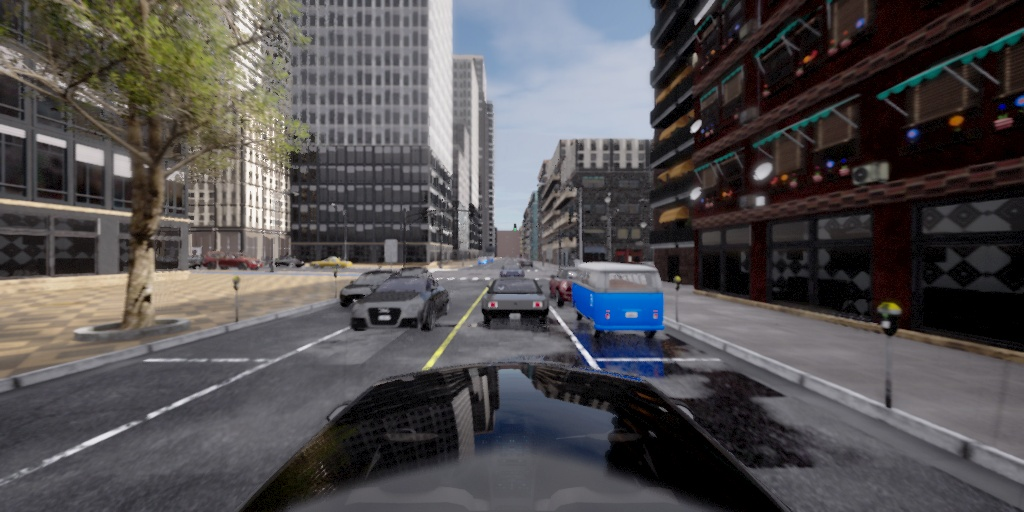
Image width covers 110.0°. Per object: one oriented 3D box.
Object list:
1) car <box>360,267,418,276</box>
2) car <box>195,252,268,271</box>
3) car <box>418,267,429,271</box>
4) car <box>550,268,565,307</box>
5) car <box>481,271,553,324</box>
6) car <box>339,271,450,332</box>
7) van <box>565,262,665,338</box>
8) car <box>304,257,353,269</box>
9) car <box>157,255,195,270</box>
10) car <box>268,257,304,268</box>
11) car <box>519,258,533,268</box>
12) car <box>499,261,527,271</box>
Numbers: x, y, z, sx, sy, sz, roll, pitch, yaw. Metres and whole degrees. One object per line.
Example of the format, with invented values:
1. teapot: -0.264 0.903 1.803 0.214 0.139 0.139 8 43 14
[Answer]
1. car: -5.707 1.301 15.426 1.948 1.339 4.313 0 0 0
2. car: -27.430 0.556 35.212 5.009 1.841 2.192 0 0 -1
3. car: -5.714 1.295 20.673 1.948 1.339 4.313 0 0 0
4. car: 2.673 1.174 15.438 1.967 1.591 4.097 0 0 0
5. car: 0.088 1.339 11.901 1.895 1.301 4.718 0 0 0
6. car: -3.096 1.304 10.692 1.994 1.385 4.181 0 0 0
7. van: 2.680 1.081 9.888 1.690 1.789 3.998 0 0 0
8. car: -22.099 0.837 43.749 4.829 1.417 1.751 0 0 -1
9. car: -33.048 0.703 35.142 4.313 1.339 1.948 0 0 -1
10. car: -27.543 0.773 43.593 4.313 1.339 1.948 0 0 -1
11. car: 2.615 1.257 60.329 1.948 1.339 4.313 0 0 0
12. car: -0.131 1.322 29.452 1.895 1.301 4.718 0 0 -4
